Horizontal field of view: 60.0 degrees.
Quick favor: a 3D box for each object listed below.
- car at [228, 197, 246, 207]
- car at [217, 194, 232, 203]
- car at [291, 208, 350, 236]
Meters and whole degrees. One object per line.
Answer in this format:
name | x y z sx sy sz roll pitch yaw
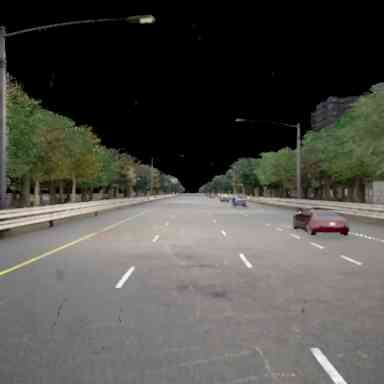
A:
car | 6.992 1.543 50.423 1.812 1.442 4.674 0 0 0
car | 7.021 1.630 72.316 1.895 1.301 4.718 0 0 0
car | 6.997 1.568 18.556 1.994 1.385 4.181 0 0 0
